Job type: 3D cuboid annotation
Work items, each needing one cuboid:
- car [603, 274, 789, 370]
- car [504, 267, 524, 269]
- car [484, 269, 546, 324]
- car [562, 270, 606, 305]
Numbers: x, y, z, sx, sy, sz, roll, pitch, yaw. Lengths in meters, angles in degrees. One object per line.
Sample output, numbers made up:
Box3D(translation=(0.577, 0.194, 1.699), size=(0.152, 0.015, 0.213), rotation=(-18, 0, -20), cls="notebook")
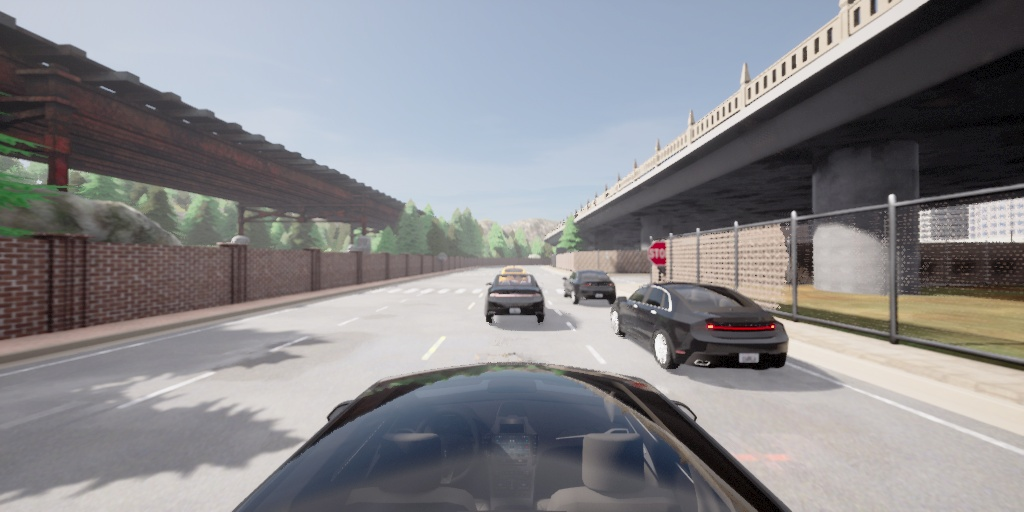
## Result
Box3D(translation=(3.603, 1.321, 7.870), size=(1.837, 1.490, 4.892), rotation=(0, 0, 0), cls="car")
Box3D(translation=(0.144, 1.470, 24.334), size=(1.882, 1.535, 5.008), rotation=(0, -1, 0), cls="car")
Box3D(translation=(0.096, 1.357, 12.542), size=(2.128, 1.511, 4.902), rotation=(0, -1, 0), cls="car")
Box3D(translation=(3.610, 1.422, 17.257), size=(1.837, 1.490, 4.892), rotation=(0, -1, 0), cls="car")
